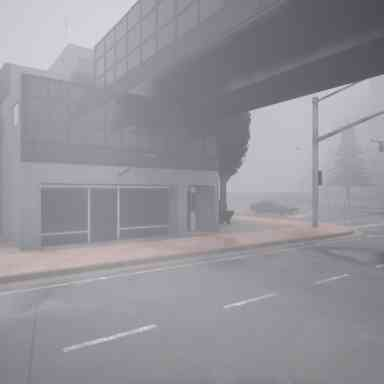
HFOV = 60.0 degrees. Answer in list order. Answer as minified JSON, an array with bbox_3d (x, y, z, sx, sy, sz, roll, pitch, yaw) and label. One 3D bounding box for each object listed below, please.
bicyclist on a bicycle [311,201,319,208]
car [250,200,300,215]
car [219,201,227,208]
[{"bbox_3d":[15.781,1.301,42.744,1.656,1.620,0.582,0,0,-36],"label":"bicyclist on a bicycle"},{"bbox_3d":[8.359,1.547,34.252,2.033,1.411,5.357,0,0,-36],"label":"car"},{"bbox_3d":[2.543,1.564,42.352,1.994,1.385,4.181,0,0,-36],"label":"car"}]
